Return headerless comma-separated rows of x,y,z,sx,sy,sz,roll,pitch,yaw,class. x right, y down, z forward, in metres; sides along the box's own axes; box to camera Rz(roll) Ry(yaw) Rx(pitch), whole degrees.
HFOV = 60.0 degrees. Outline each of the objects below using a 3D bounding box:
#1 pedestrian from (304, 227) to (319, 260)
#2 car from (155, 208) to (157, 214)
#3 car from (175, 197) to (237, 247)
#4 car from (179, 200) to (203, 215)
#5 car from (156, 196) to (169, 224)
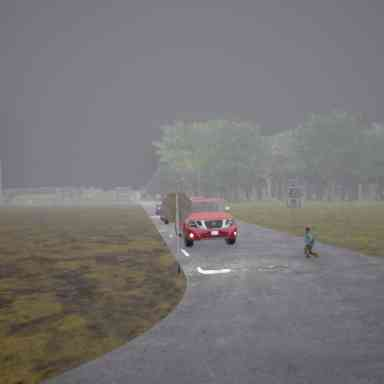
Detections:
3.875,1.674,10.958,0.500,1.100,0.500,-2,0,-10,pedestrian
-2.986,1.693,36.109,1.812,1.442,4.674,-2,0,-9,car
0.449,1.298,16.086,2.150,2.045,5.566,-2,0,-10,car
-0.155,1.654,37.024,1.994,1.385,4.181,-2,0,-10,car
-1.303,1.329,26.300,2.150,2.045,5.566,-2,0,-10,car
